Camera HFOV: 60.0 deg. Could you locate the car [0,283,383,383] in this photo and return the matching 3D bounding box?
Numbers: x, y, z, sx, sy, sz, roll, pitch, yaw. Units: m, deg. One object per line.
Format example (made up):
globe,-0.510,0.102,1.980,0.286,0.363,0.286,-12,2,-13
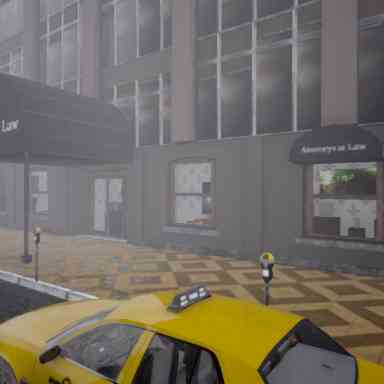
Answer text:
car,-0.228,1.525,3.033,4.829,1.417,1.752,0,0,36
